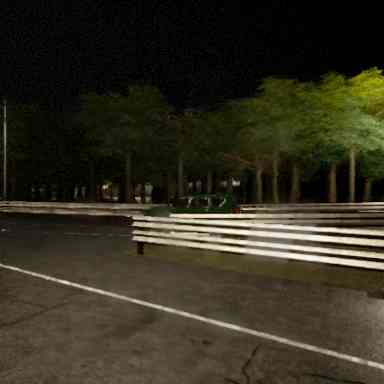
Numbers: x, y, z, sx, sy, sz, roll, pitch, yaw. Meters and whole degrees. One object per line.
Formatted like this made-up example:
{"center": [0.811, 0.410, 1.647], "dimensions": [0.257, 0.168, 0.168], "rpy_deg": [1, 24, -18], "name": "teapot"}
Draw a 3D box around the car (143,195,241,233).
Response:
{"center": [-0.027, 1.189, 18.280], "dimensions": [5.566, 2.045, 2.150], "rpy_deg": [0, 0, 13], "name": "car"}
